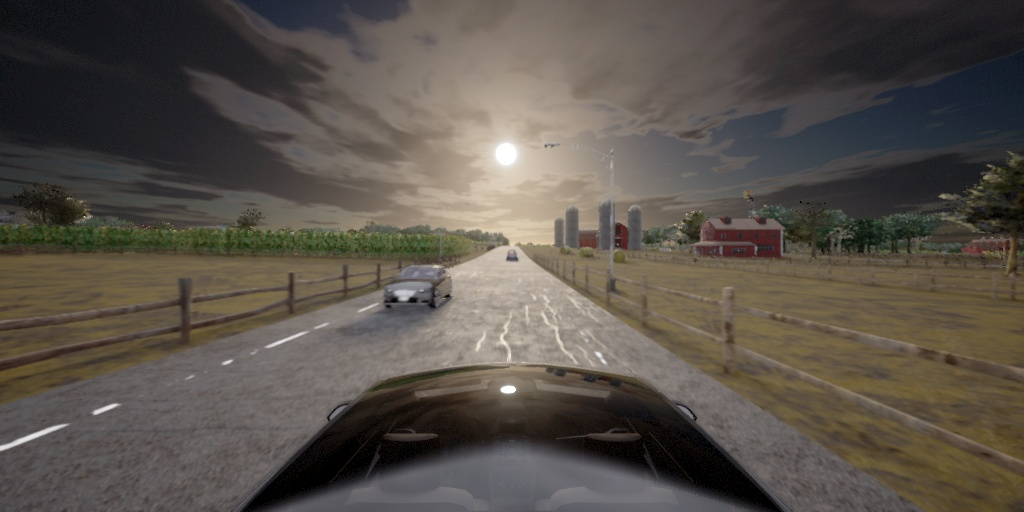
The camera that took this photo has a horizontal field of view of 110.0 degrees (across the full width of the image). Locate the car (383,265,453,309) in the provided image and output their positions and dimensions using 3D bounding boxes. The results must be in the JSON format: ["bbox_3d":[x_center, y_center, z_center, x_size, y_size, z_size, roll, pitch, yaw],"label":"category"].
[{"bbox_3d":[-3.561,1.114,14.313,2.128,1.511,4.902,0,1,0],"label":"car"}]

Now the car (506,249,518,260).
[{"bbox_3d":[0.018,0.001,62.446,1.994,1.385,4.181,0,2,0],"label":"car"}]
